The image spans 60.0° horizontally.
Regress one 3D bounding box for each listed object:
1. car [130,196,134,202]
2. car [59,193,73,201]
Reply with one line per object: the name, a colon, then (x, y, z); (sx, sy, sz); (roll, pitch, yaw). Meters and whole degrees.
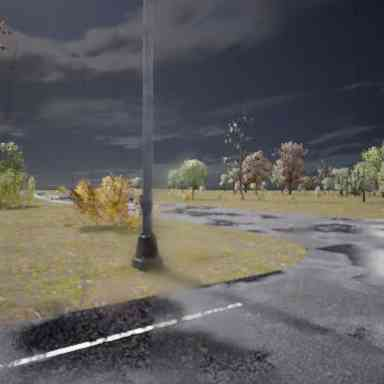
car: (-11.815, 0.959, 58.041); (1.837, 1.490, 4.892); (0, 1, -35)
car: (-23.775, 0.923, 62.867); (1.994, 1.385, 4.181); (0, 1, -34)
